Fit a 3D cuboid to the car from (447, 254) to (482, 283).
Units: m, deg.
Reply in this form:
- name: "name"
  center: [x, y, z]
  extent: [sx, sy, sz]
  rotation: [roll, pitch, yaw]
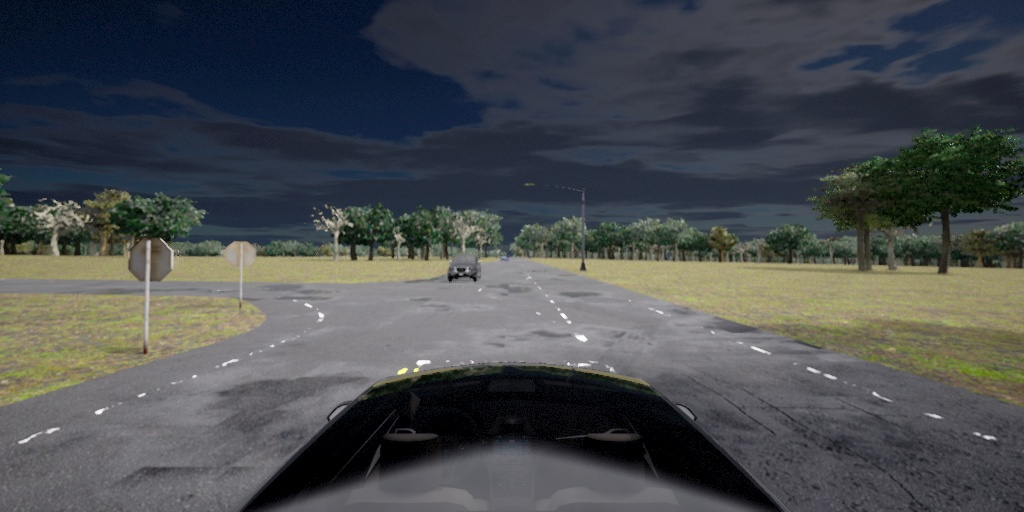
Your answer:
- name: "car"
  center: [-3.602, 0.902, 27.998]
  extent: [2.150, 2.045, 5.566]
  rotation: [0, 1, 0]
